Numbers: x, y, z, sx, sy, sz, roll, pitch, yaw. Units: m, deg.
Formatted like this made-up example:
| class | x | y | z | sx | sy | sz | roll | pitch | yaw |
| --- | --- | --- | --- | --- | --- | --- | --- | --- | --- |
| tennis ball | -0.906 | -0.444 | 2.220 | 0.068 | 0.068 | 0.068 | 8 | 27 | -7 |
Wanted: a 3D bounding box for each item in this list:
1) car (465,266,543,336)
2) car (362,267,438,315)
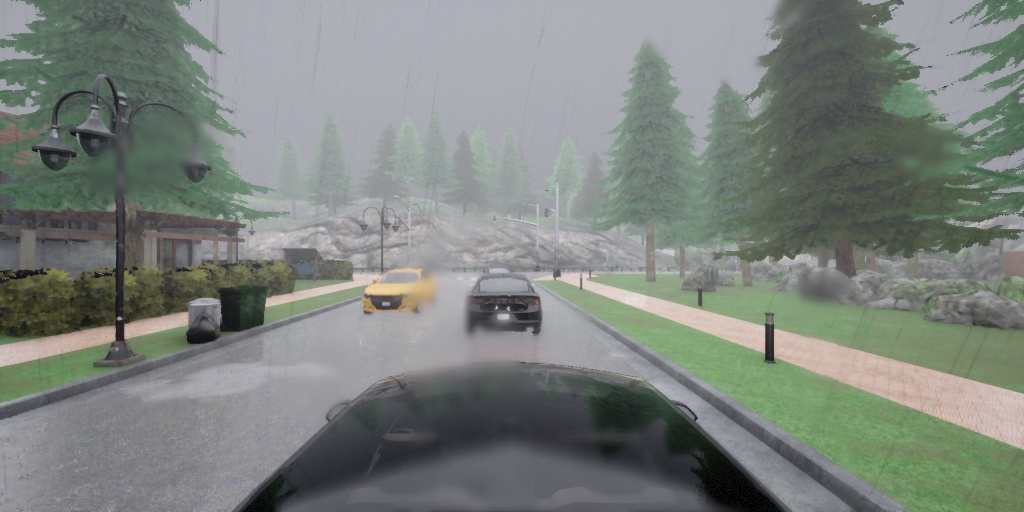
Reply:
| class | x | y | z | sx | sy | sz | roll | pitch | yaw |
| --- | --- | --- | --- | --- | --- | --- | --- | --- | --- |
| car | -0.270 | 1.228 | 10.505 | 1.882 | 1.535 | 5.008 | 0 | 0 | -2 |
| car | -4.069 | 1.227 | 13.726 | 1.882 | 1.535 | 5.008 | 0 | 0 | -3 |
